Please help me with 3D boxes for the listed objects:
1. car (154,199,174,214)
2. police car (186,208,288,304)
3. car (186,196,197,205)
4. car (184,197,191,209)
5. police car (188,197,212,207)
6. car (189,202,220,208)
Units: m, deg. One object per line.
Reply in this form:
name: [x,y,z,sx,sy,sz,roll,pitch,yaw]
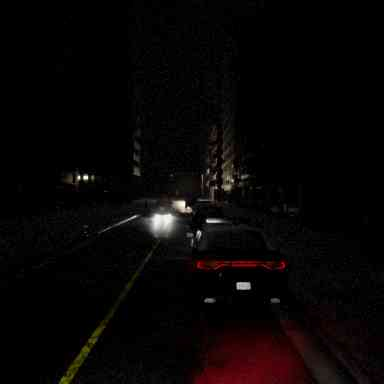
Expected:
car: [-3.033,1.516,36.082,2.128,1.511,4.902,0,0,0]
police car: [0.892,1.427,8.359,1.930,1.638,5.238,0,0,0]
car: [-0.053,1.549,59.832,1.882,1.535,5.008,0,0,0]
car: [-0.030,1.543,46.229,1.837,1.490,4.892,0,0,0]
police car: [0.878,1.437,24.360,1.930,1.638,5.238,0,0,0]
car: [0.884,1.512,18.250,1.837,1.490,4.892,0,0,0]
